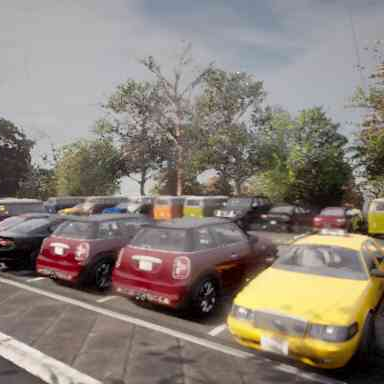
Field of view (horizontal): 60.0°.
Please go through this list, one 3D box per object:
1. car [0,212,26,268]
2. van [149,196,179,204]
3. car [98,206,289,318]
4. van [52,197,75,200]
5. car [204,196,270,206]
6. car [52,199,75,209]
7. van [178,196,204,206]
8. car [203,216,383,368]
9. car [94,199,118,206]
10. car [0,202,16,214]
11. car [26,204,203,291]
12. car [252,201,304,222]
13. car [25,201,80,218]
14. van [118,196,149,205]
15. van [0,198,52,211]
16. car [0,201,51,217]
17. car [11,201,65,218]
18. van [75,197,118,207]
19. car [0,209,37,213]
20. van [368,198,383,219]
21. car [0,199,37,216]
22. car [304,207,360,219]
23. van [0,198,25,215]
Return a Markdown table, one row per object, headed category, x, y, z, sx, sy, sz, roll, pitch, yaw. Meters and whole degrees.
| category | x | y | z | sx | sy | sz | roll | pitch | yaw |
| --- | --- | --- | --- | --- | --- | --- | --- | --- | --- |
| car | -4.124 | 1.526 | 11.160 | 2.097 | 1.535 | 5.008 | 0 | 0 | 36 |
| van | -0.839 | 1.312 | 25.044 | 1.878 | 1.987 | 4.442 | 0 | 0 | 36 |
| car | 0.376 | 1.386 | 7.908 | 2.185 | 1.767 | 4.553 | 0 | 0 | 36 |
| van | -12.088 | 1.508 | 33.094 | 1.878 | 1.987 | 4.442 | -1 | -1 | 36 |
| car | 3.481 | 1.272 | 21.775 | 2.435 | 2.045 | 5.566 | 0 | 0 | 36 |
| car | -10.007 | 1.679 | 31.234 | 1.946 | 1.575 | 5.366 | -1 | -1 | 36 |
| van | 1.312 | 1.305 | 23.505 | 1.878 | 1.987 | 4.442 | 0 | 0 | 36 |
| car | 2.545 | 1.501 | 6.167 | 1.946 | 1.575 | 5.366 | 0 | 0 | 36 |
| car | -5.393 | 1.578 | 28.166 | 2.097 | 1.535 | 5.008 | -1 | -1 | 36 |
| car | -25.671 | 2.045 | 42.663 | 2.231 | 1.521 | 4.892 | -1 | -1 | 36 |
| car | -1.881 | 1.393 | 9.524 | 2.185 | 1.767 | 4.553 | 0 | 0 | 36 |
| car | 5.848 | 1.516 | 20.108 | 2.097 | 1.535 | 5.008 | 0 | 0 | 36 |
| car | -14.408 | 1.786 | 34.604 | 2.231 | 1.521 | 4.892 | -1 | -1 | 36 |
| van | -3.336 | 1.319 | 26.544 | 1.878 | 1.987 | 4.442 | -1 | 0 | 36 |
| van | -8.704 | 1.314 | 14.301 | 1.878 | 1.987 | 4.442 | 0 | 0 | 36 |
| car | -19.015 | 1.891 | 37.901 | 2.097 | 1.535 | 5.008 | -1 | -1 | 36 |
| car | -16.660 | 1.837 | 36.216 | 2.097 | 1.535 | 5.008 | -1 | -1 | 36 |
| van | -7.720 | 1.405 | 29.681 | 1.878 | 1.987 | 4.442 | -1 | -1 | 36 |
| car | -6.376 | 1.573 | 12.783 | 2.002 | 1.452 | 4.674 | 0 | 0 | 36 |
| van | 10.323 | 1.276 | 17.056 | 1.878 | 1.987 | 4.442 | 0 | 0 | 36 |
| car | -21.183 | 1.815 | 39.420 | 2.185 | 1.767 | 4.553 | -1 | -1 | 36 |
| car | 8.104 | 1.549 | 18.498 | 2.002 | 1.452 | 4.674 | 0 | 0 | 36 |
| van | -23.350 | 1.766 | 41.154 | 1.878 | 1.987 | 4.442 | -1 | -1 | 36 |
